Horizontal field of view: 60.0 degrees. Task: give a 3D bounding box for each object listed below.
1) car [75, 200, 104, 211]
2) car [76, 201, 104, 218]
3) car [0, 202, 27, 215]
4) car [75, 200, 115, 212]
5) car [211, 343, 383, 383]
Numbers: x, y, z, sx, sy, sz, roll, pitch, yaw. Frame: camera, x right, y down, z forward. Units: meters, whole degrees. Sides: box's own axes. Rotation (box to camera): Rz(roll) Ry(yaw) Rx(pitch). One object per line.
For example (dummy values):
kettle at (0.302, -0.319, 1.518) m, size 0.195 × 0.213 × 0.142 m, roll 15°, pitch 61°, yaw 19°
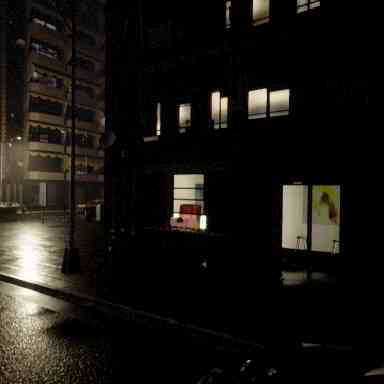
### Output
car at (-10.992, 1.669, 38.329) m, size 1.882 × 1.535 × 5.008 m, roll 1°, pitch 0°, yaw 36°
car at (-8.426, 1.823, 31.998) m, size 1.947 × 1.339 × 4.313 m, roll 1°, pitch 0°, yaw 36°
car at (-18.454, 1.624, 32.419) m, size 2.008 × 1.369 × 4.403 m, roll 1°, pitch 0°, yaw 36°
car at (-11.979, 1.709, 41.394) m, size 1.887 × 1.381 × 4.507 m, roll 1°, pitch 0°, yaw 36°
car at (1.995, 1.551, 1.610) m, size 4.403 × 1.369 × 2.008 m, roll 0°, pitch 1°, yaw 35°
